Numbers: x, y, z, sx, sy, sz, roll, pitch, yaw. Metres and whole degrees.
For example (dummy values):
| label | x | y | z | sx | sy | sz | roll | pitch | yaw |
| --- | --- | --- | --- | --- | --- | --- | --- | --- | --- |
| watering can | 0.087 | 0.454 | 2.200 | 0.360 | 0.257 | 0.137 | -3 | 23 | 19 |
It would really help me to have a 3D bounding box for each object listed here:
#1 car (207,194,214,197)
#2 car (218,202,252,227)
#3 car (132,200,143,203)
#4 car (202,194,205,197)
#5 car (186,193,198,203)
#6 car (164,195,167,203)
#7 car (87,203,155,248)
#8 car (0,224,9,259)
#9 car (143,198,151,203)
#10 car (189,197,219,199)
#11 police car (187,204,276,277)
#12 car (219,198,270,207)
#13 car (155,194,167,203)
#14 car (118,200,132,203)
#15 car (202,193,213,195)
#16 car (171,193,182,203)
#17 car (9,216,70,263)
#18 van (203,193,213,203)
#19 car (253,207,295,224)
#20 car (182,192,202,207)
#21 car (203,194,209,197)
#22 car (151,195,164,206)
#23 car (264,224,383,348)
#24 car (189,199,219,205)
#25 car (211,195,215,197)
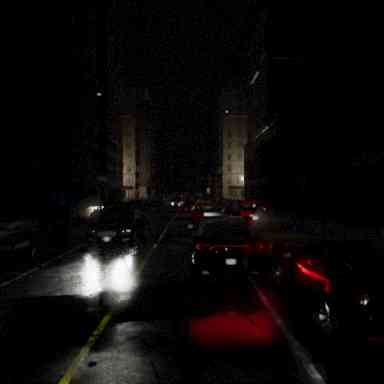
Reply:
| label | x | y | z | sx | sy | sz | roll | pitch | yaw |
| --- | --- | --- | --- | --- | --- | --- | --- | --- | --- |
| car | 2.857 | 1.322 | 33.844 | 1.967 | 1.590 | 4.097 | 0 | 0 | 0 |
| car | 2.857 | 1.445 | 22.967 | 1.752 | 1.417 | 4.829 | 0 | 0 | 0 |
| car | -5.669 | 1.467 | 28.306 | 1.947 | 1.339 | 4.313 | 0 | 0 | 0 |
| car | 2.856 | 1.390 | 50.415 | 1.947 | 1.339 | 4.313 | 0 | 0 | 0 |
| car | -0.003 | 1.137 | 61.501 | 2.097 | 1.767 | 4.553 | 0 | 0 | 0 |
| car | -5.670 | 1.371 | 55.932 | 1.947 | 1.339 | 4.313 | 0 | 0 | 0 |
| car | -3.102 | 1.441 | 14.538 | 2.128 | 1.511 | 4.902 | 0 | 0 | 0 |
| car | -5.668 | 1.523 | 6.207 | 1.887 | 1.381 | 4.507 | 0 | 0 | 0 |
| car | -5.669 | 1.448 | 33.831 | 1.947 | 1.339 | 4.313 | 0 | 0 | 0 |
| car | 0.899 | 1.387 | 26.130 | 1.882 | 1.535 | 5.008 | 0 | 0 | 0 |
| police car | 0.899 | 1.390 | 10.240 | 1.930 | 1.638 | 5.238 | 0 | 0 | 0 |
| car | 2.858 | 1.255 | 17.273 | 2.192 | 1.841 | 5.009 | 0 | 0 | 0 |
| car | -5.670 | 1.226 | 61.456 | 1.967 | 1.590 | 4.097 | 0 | 0 | 0 |
| car | -5.668 | 1.465 | 22.781 | 1.887 | 1.381 | 4.507 | 0 | 0 | 0 |
| car | 2.856 | 1.120 | 55.938 | 2.192 | 1.841 | 5.009 | 0 | 0 | 0 |
| car | -3.007 | 1.322 | 64.673 | 2.033 | 1.411 | 5.357 | 0 | 0 | 0 |
| car | -5.668 | 1.541 | 11.732 | 1.802 | 1.307 | 4.206 | 0 | 0 | 0 |
| van | 2.856 | 1.127 | 61.462 | 1.690 | 1.788 | 3.998 | 0 | 0 | 0 |
| car | 2.858 | 1.484 | 11.920 | 1.752 | 1.417 | 4.829 | 0 | 0 | 0 |
| car | 0.011 | 1.184 | 48.089 | 2.097 | 1.767 | 4.553 | 0 | 0 | 0 |
| car | 2.856 | 1.394 | 44.891 | 2.008 | 1.369 | 4.403 | 0 | 0 | 0 |
| car | -5.670 | 1.406 | 50.407 | 1.802 | 1.307 | 4.206 | 0 | 0 | 0 |
| car | 2.858 | 1.544 | 6.227 | 1.947 | 1.339 | 4.313 | 0 | 0 | 0 |
| car | 0.899 | 1.408 | 20.130 | 1.882 | 1.535 | 5.008 | 0 | 0 | 0 |
| car | 2.857 | 1.341 | 28.320 | 1.967 | 1.590 | 4.097 | 0 | 0 | 0 |
